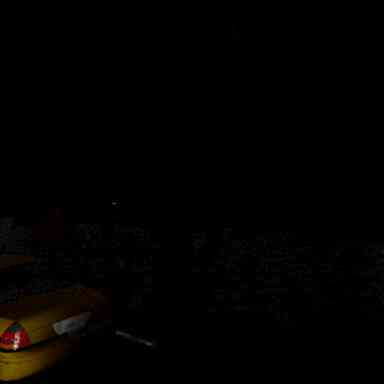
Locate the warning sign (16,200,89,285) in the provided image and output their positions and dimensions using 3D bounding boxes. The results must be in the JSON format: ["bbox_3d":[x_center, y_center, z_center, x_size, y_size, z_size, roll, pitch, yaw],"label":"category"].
[{"bbox_3d":[-3.424,1.148,8.242,1.060,1.860,1.300,0,0,36],"label":"warning sign"}]

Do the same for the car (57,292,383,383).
[{"bbox_3d":[1.385,1.544,1.974,4.507,1.381,1.887,0,0,36],"label":"car"}]

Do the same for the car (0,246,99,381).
[{"bbox_3d":[-3.314,1.550,5.326,4.829,1.417,1.752,0,0,36],"label":"car"}]
